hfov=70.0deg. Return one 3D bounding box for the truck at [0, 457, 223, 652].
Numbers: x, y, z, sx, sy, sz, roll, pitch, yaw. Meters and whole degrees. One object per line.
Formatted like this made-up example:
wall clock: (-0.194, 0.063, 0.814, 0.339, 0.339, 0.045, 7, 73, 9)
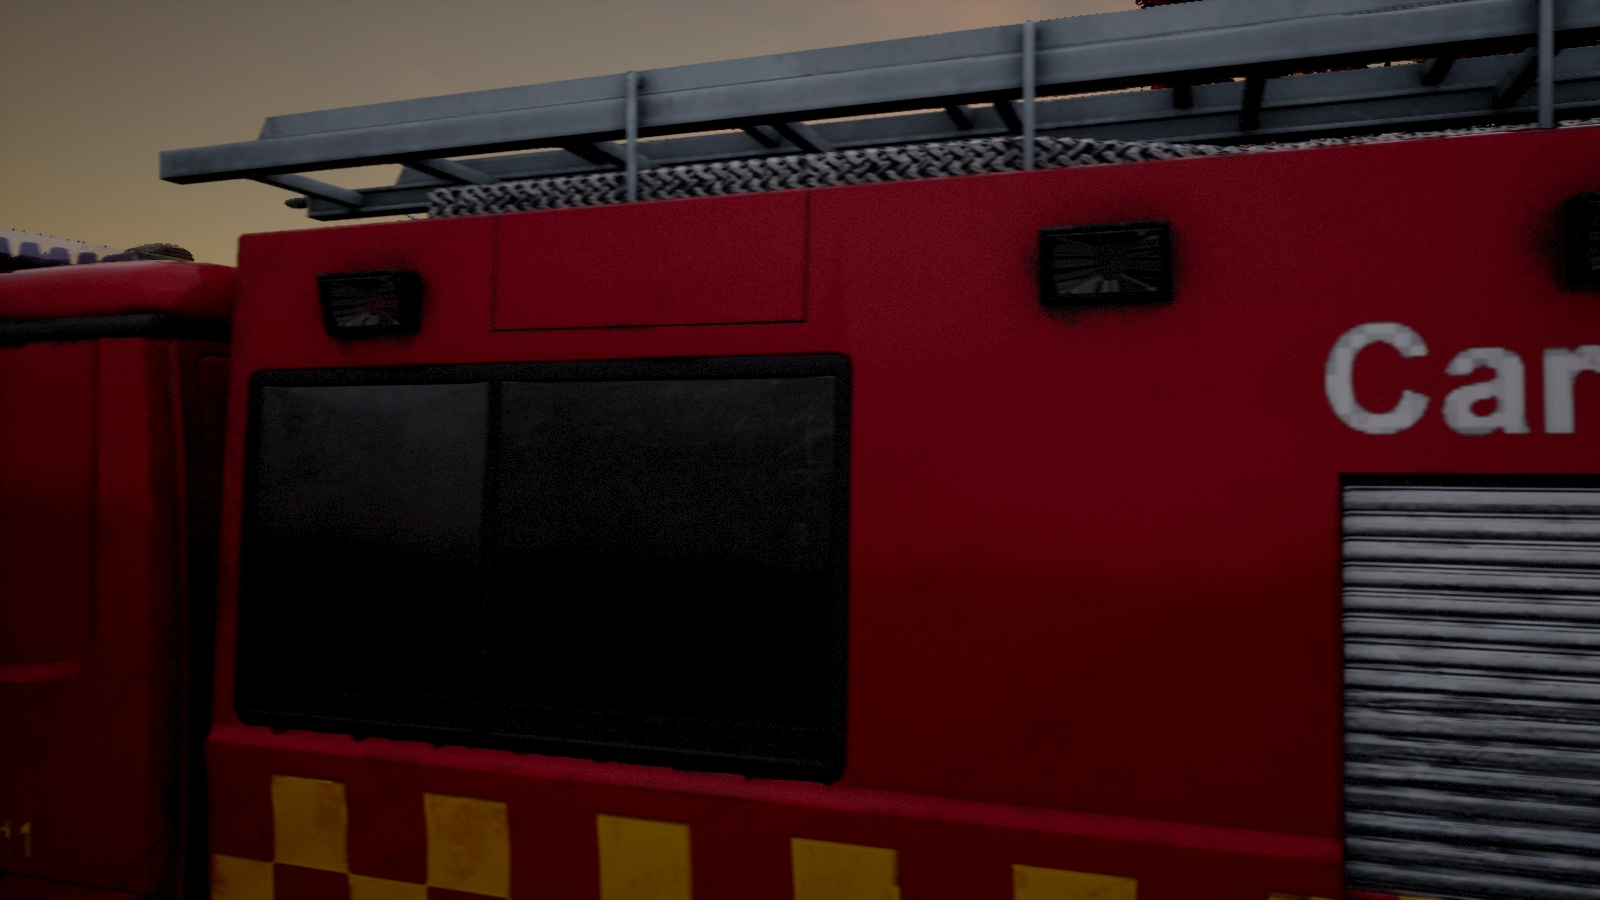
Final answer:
truck: (-11.141, 1.348, 15.900, 2.627, 2.467, 5.204, 0, 0, 19)
